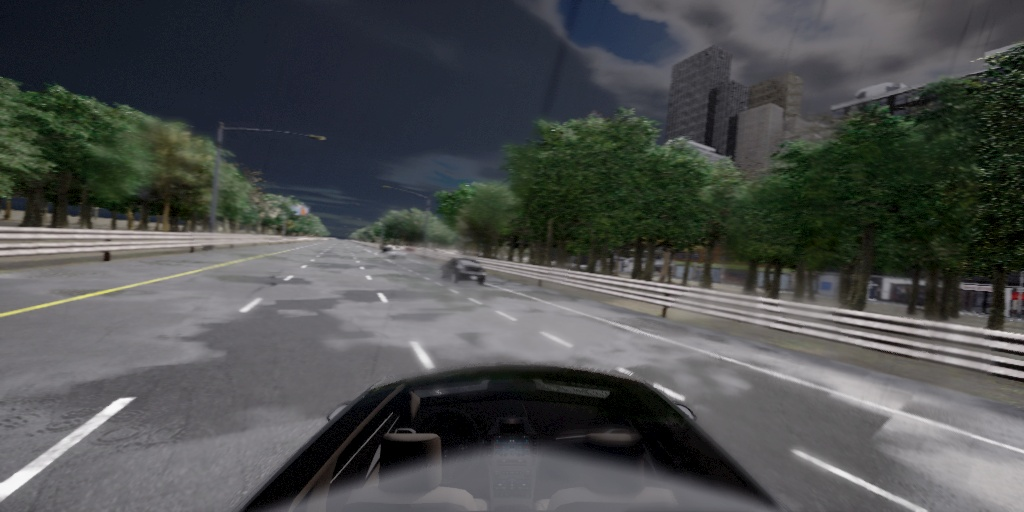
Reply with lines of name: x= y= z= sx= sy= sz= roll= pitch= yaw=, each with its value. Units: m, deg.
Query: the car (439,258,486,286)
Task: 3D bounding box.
car: x=-3.095 y=0.880 z=21.994 sx=1.837 sy=1.490 sz=4.892 roll=5 pitch=0 yaw=-25

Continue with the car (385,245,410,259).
car: x=-15.524 y=-0.310 z=48.177 sx=1.895 sy=1.301 sz=4.718 roll=5 pitch=0 yaw=-25
